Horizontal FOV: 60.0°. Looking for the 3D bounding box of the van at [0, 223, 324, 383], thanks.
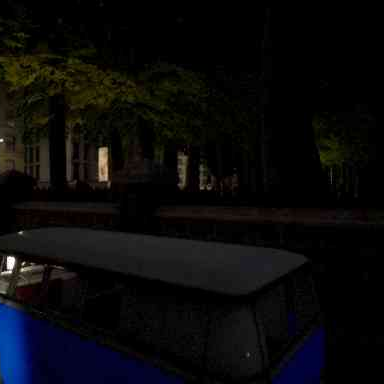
[{"bbox_3d":[-0.749,1.341,3.395,3.998,1.788,1.690,0,0,36],"label":"van"}]
